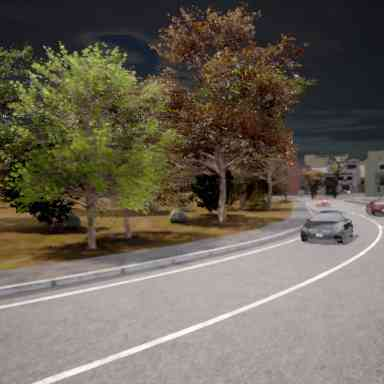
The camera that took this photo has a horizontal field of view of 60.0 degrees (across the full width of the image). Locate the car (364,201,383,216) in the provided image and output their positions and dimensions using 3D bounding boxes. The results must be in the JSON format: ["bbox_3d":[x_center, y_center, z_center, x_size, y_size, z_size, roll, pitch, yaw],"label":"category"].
[{"bbox_3d":[18.994,1.605,33.859,1.812,1.442,4.674,-1,-1,19],"label":"car"}]

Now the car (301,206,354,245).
[{"bbox_3d":[6.873,1.656,16.617,1.812,1.442,4.674,-1,-1,33],"label":"car"}]

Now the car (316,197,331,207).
[{"bbox_3d":[22.066,1.605,55.764,2.097,1.767,4.553,-1,-1,18],"label":"car"}]
